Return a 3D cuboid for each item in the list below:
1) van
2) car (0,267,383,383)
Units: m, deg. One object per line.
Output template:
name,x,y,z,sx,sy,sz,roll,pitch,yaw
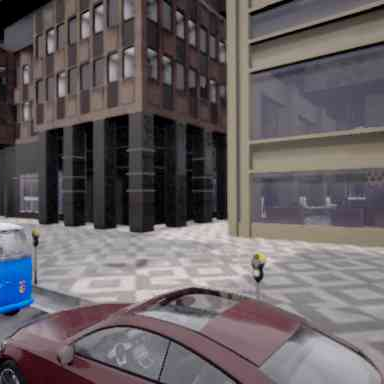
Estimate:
van,-4.716,1.415,6.332,3.998,1.788,1.690,-1,0,36
car,-0.157,1.600,3.075,4.206,1.307,1.802,-1,0,36
